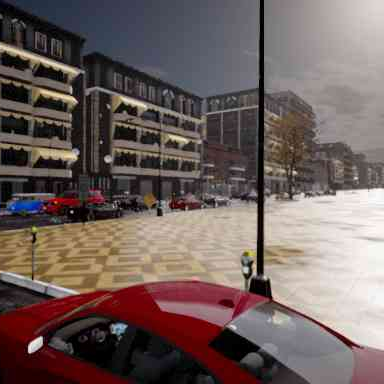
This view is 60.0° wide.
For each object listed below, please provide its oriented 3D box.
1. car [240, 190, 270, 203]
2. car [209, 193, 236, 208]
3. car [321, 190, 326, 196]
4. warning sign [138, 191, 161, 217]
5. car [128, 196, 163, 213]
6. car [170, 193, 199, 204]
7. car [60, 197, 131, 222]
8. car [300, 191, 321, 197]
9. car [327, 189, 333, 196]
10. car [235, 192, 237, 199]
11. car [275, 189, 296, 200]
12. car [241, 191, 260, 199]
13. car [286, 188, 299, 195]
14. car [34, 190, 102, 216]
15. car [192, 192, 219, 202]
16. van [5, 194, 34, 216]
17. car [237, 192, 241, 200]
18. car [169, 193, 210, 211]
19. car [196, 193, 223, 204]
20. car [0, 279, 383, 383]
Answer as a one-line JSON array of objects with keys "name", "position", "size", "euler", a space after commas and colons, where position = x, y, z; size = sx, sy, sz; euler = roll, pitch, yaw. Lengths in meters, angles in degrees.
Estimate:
[{"name": "car", "position": [9.044, 0.870, 46.639], "size": [2.008, 1.369, 4.403], "euler": [2, 2, 35]}, {"name": "car", "position": [2.720, 1.044, 37.471], "size": [2.008, 1.369, 4.403], "euler": [2, 2, 35]}, {"name": "car", "position": [28.016, 0.353, 74.145], "size": [2.008, 1.369, 4.403], "euler": [2, 2, 35]}, {"name": "warning sign", "position": [-3.150, 0.846, 24.811], "size": [1.300, 1.860, 1.060], "euler": [0, 0, 35]}, {"name": "car", "position": [-4.739, 1.110, 31.242], "size": [2.128, 1.511, 4.902], "euler": [1, 1, 35]}, {"name": "car", "position": [-1.016, 0.900, 46.813], "size": [1.947, 1.339, 4.313], "euler": [2, 2, 35]}, {"name": "car", "position": [-6.765, 1.323, 23.719], "size": [1.947, 1.339, 4.313], "euler": [2, 2, 35]}, {"name": "car", "position": [24.854, 0.439, 69.562], "size": [2.008, 1.369, 4.403], "euler": [2, 2, 35]}, {"name": "car", "position": [34.340, 0.071, 83.311], "size": [1.967, 1.590, 4.097], "euler": [2, 2, 35]}, {"name": "car", "position": [8.470, 0.640, 60.567], "size": [1.947, 1.339, 4.313], "euler": [2, 2, 35]}, {"name": "car", "position": [15.465, 0.668, 55.948], "size": [1.752, 1.417, 4.829], "euler": [2, 2, 35]}, {"name": "car", "position": [11.536, 0.516, 65.009], "size": [1.752, 1.417, 4.829], "euler": [2, 2, 35]}, {"name": "car", "position": [24.282, -0.040, 83.481], "size": [2.192, 1.841, 5.009], "euler": [2, 2, 35]}, {"name": "car", "position": [-10.240, 0.892, 28.893], "size": [2.150, 2.045, 5.566], "euler": [1, 1, 35]}, {"name": "car", "position": [2.146, 0.798, 51.397], "size": [2.008, 1.369, 4.403], "euler": [2, 2, 35]}, {"name": "van", "position": [-13.661, 1.027, 28.471], "size": [1.690, 1.788, 3.998], "euler": [2, 2, 35]}, {"name": "car", "position": [9.270, 0.737, 51.606], "size": [1.837, 1.490, 4.892], "euler": [1, 2, 35]}, {"name": "car", "position": [-0.442, 1.126, 32.886], "size": [1.887, 1.381, 4.507], "euler": [2, 2, 35]}, {"name": "car", "position": [2.535, 0.882, 47.371], "size": [1.994, 1.385, 4.181], "euler": [1, 1, 35]}, {"name": "car", "position": [-0.324, 1.544, 3.095], "size": [4.507, 1.381, 1.887], "euler": [0, 0, 35]}]
